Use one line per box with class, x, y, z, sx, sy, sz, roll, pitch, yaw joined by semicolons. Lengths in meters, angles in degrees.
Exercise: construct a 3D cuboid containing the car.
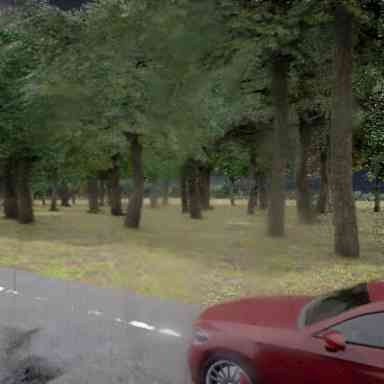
car;2.167;1.661;3.425;4.674;1.442;1.812;0;-2;30
